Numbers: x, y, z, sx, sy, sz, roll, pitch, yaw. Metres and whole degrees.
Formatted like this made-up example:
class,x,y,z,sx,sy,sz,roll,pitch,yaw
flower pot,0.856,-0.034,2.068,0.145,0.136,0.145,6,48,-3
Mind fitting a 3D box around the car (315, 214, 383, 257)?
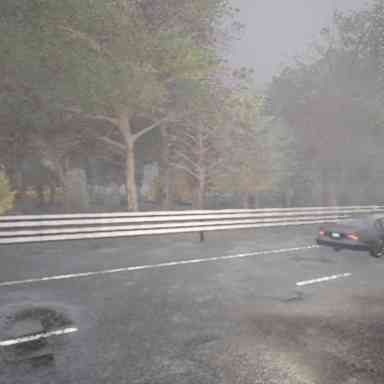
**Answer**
class,x,y,z,sx,sy,sz,roll,pitch,yaw
car,7.155,1.570,12.930,5.357,1.411,2.033,0,0,-31
